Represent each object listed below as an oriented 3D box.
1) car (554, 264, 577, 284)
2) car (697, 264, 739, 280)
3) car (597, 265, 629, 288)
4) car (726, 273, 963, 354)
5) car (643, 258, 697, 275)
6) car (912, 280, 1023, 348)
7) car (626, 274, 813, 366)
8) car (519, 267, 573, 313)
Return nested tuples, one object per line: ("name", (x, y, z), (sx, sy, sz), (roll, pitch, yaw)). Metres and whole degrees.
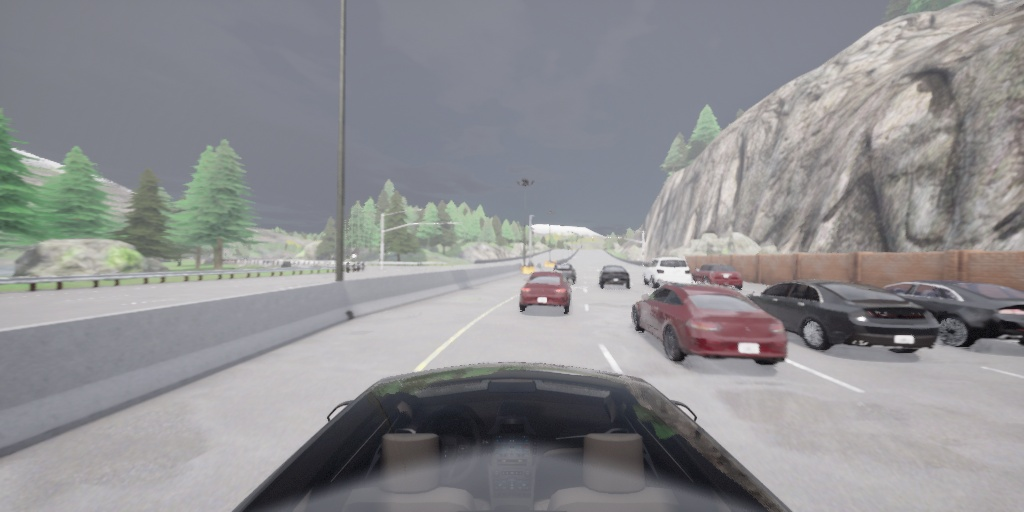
("car", (4.137, 1.356, 28.715), (2.128, 1.511, 4.902), (1, 0, 12))
("car", (14.186, 1.319, 25.150), (2.097, 1.767, 4.553), (1, 0, 11))
("car", (7.030, 1.365, 25.067), (1.882, 1.535, 5.008), (1, 0, 11))
("car", (7.707, 1.358, 9.190), (1.837, 1.490, 4.892), (0, -1, 7))
("car", (10.511, 1.146, 24.659), (2.150, 2.045, 5.566), (1, 0, 11))
("car", (11.309, 1.388, 9.615), (2.128, 1.511, 4.902), (1, 0, 7))
("car", (4.083, 1.337, 8.123), (1.812, 1.442, 4.674), (1, 0, 6))
("car", (1.398, 1.323, 14.278), (1.812, 1.442, 4.674), (1, 0, 10))
